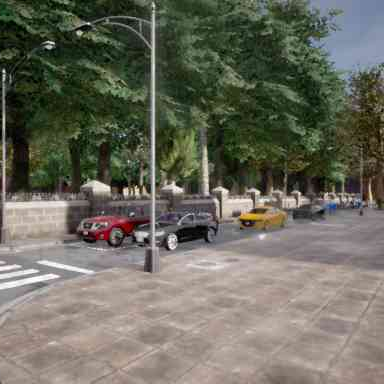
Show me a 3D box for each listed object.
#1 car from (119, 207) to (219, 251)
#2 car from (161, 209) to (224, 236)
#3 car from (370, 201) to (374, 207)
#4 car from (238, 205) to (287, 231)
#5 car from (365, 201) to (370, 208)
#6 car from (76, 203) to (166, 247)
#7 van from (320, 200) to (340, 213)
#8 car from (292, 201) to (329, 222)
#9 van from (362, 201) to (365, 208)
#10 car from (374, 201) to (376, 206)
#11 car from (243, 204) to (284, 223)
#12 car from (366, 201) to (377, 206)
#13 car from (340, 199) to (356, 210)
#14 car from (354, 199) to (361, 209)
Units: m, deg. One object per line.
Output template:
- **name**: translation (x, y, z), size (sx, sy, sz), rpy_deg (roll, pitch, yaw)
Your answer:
- **car**: translation (-0.630, 1.644, 15.170), size (2.128, 1.511, 4.902), rpy_deg (0, -1, 36)
- **car**: translation (0.133, 1.787, 20.582), size (1.802, 1.307, 4.206), rpy_deg (-1, -1, 36)
- **car**: translation (38.367, 2.645, 73.626), size (1.947, 1.339, 4.313), rpy_deg (-1, -1, 36)
- **car**: translation (4.941, 1.742, 22.896), size (1.882, 1.535, 5.008), rpy_deg (0, -1, 35)
- **car**: translation (35.081, 2.522, 69.069), size (1.752, 1.417, 4.829), rpy_deg (-1, -1, 36)
- **car**: translation (-3.054, 1.457, 16.166), size (2.192, 1.841, 5.009), rpy_deg (-1, -1, 36)
- **van**: translation (19.249, 1.959, 47.109), size (1.690, 1.788, 3.998), rpy_deg (-1, -1, 36)
- **car**: translation (11.033, 1.870, 31.331), size (1.882, 1.535, 5.008), rpy_deg (0, -1, 36)
- **van**: translation (31.994, 2.261, 64.790), size (1.690, 1.788, 3.998), rpy_deg (-1, -1, 36)
- **car**: translation (41.276, 2.704, 77.678), size (2.008, 1.369, 4.403), rpy_deg (-1, -1, 36)
- **car**: translation (6.405, 1.860, 29.286), size (1.752, 1.417, 4.829), rpy_deg (-1, -1, 36)
- **car**: translation (44.349, 2.814, 81.975), size (1.802, 1.307, 4.206), rpy_deg (-1, -1, 36)
- **car**: translation (25.622, 2.317, 55.946), size (2.008, 1.369, 4.403), rpy_deg (-1, -1, 36)
- **car**: translation (28.808, 2.408, 60.365), size (1.947, 1.339, 4.313), rpy_deg (-1, -1, 36)
